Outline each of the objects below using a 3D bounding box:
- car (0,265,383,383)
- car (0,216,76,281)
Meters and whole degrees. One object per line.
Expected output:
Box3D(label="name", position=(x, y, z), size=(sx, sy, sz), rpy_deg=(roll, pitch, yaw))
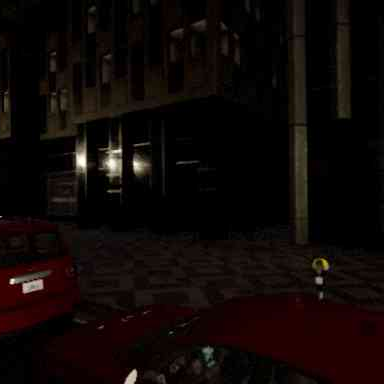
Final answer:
Box3D(label="car", position=(0.545, 1.544, 2.586), size=(4.507, 1.381, 1.887), rpy_deg=(-1, 0, 35))
Box3D(label="car", position=(-4.080, 1.361, 5.812), size=(5.009, 1.841, 2.192), rpy_deg=(-1, 0, 35))
